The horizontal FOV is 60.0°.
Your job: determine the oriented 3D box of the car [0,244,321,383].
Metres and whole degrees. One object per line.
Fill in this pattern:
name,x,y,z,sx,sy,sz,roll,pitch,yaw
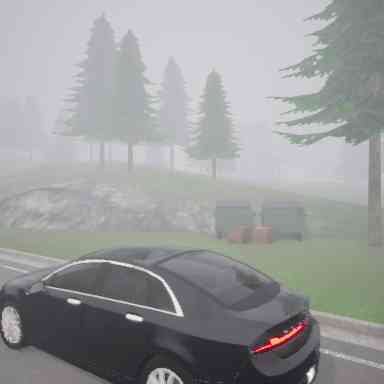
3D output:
car,-0.836,1.503,4.588,4.892,1.490,1.837,-1,0,35
